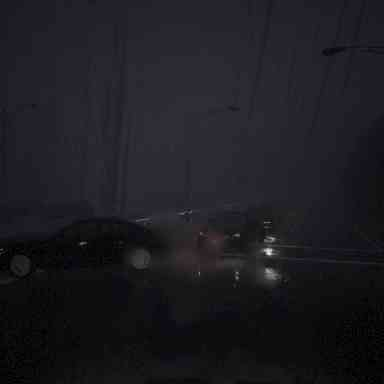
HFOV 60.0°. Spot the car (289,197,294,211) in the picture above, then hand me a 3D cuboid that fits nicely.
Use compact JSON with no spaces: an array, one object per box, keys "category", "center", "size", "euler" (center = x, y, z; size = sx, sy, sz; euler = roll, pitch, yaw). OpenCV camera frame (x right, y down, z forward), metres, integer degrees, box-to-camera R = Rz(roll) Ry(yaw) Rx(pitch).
[{"category":"car","center":[9.764,1.543,36.568],"size":[1.994,1.385,4.181],"euler":[0,0,19]}]

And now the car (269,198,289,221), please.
[{"category":"car","center":[5.854,1.474,24.963],"size":[2.128,1.511,4.902],"euler":[0,0,19]}]

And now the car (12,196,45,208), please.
[{"category":"car","center":[-21.725,1.273,44.277],"size":[3.633,1.501,1.845],"euler":[0,0,18]}]

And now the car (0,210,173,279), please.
[{"category":"car","center":[-3.089,1.475,9.893],"size":[5.008,1.535,1.882],"euler":[0,0,-17]}]

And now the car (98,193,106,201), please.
[{"category":"car","center":[-20.256,1.013,70.938],"size":[3.866,1.878,1.905],"euler":[0,0,18]}]

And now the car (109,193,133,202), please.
[{"category":"car","center":[-13.848,1.045,65.313],"size":[4.605,1.855,1.932],"euler":[0,0,18]}]

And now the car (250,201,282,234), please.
[{"category":"car","center":[3.947,1.490,19.316],"size":[1.837,1.490,4.892],"euler":[0,0,19]}]

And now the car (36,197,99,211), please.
[{"category":"car","center":[-9.052,1.356,24.212],"size":[3.633,1.501,1.845],"euler":[0,0,18]}]

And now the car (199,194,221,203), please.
[{"category":"car","center":[3.367,1.201,62.977],"size":[3.806,1.475,1.970],"euler":[0,0,18]}]

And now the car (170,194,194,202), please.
[{"category":"car","center":[-2.145,1.257,68.698],"size":[4.514,1.523,2.007],"euler":[0,0,18]}]

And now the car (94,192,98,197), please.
[{"category":"car","center":[-21.896,1.298,67.982],"size":[3.806,1.475,1.970],"euler":[0,0,18]}]

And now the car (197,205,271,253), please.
[{"category":"car","center":[1.804,1.514,13.906],"size":[1.812,1.442,4.674],"euler":[0,0,24]}]

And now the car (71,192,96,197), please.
[{"category":"car","center":[-18.496,1.248,53.734],"size":[4.514,1.523,2.007],"euler":[0,0,18]}]

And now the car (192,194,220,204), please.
[{"category":"car","center":[1.626,1.125,56.792],"size":[5.027,1.636,2.152],"euler":[0,0,18]}]

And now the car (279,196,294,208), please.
[{"category":"car","center":[13.939,1.477,48.975],"size":[1.837,1.490,4.892],"euler":[0,1,19]}]

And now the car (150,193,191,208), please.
[{"category":"car","center":[-2.992,1.074,41.781],"size":[4.605,1.855,1.932],"euler":[0,0,18]}]

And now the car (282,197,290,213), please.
[{"category":"car","center":[7.728,1.486,30.528],"size":[1.837,1.490,4.892],"euler":[0,0,19]}]

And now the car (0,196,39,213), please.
[{"category":"car","center":[-15.134,1.356,29.404],"size":[3.806,1.475,1.970],"euler":[0,0,18]}]
